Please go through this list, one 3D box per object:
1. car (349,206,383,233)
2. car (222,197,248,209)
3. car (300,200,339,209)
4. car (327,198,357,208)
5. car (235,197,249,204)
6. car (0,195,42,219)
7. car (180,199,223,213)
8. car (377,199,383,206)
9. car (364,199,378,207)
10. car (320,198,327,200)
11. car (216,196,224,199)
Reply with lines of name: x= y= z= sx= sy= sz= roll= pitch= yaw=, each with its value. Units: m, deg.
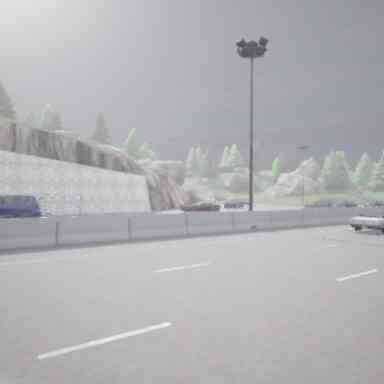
car: x=11.951 y=1.804 z=20.875 sx=4.718 sy=1.301 sz=1.895 roll=1 pitch=0 yaw=-36
car: x=6.717 y=1.810 z=52.070 sx=1.882 sy=1.535 sz=5.008 roll=0 pitch=0 yaw=26
car: x=12.991 y=1.851 z=34.756 sx=4.181 sy=1.385 sz=1.994 roll=1 pitch=0 yaw=-35
car: x=23.159 y=1.941 z=50.577 sx=4.902 sy=1.511 sz=2.128 roll=1 pitch=0 yaw=-35
car: x=11.685 y=2.036 z=78.470 sx=2.033 sy=1.411 sz=5.357 roll=0 pitch=0 yaw=-4
car: x=-13.976 y=1.247 z=24.154 sx=5.566 sy=2.045 sz=2.150 roll=1 pitch=-1 yaw=-36
car: x=0.961 y=1.819 z=39.071 sx=4.718 sy=1.301 sz=1.895 roll=1 pitch=0 yaw=-35
car: x=36.060 y=2.138 z=59.696 sx=5.357 sy=1.411 sz=2.033 roll=1 pitch=0 yaw=-36
car: x=34.284 y=2.126 z=62.728 sx=4.902 sy=1.511 sz=2.128 roll=1 pitch=0 yaw=-36
car: x=21.412 y=1.805 z=53.623 sx=4.553 sy=1.767 sz=2.097 roll=1 pitch=0 yaw=-35
car: x=8.211 y=1.825 z=93.632 sx=2.033 sy=1.411 sz=5.357 roll=1 pitch=1 yaw=-19
